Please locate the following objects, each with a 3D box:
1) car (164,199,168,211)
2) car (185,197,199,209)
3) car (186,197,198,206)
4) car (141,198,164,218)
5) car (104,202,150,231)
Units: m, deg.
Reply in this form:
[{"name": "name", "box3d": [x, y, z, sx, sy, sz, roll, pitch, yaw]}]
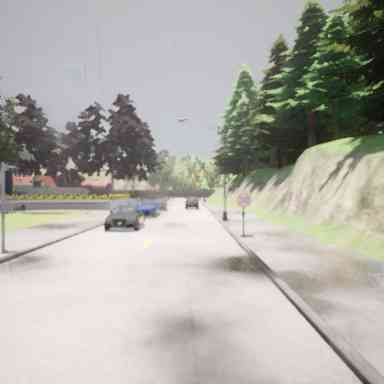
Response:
[{"name": "car", "box3d": [-3.993, 1.524, 40.869, 2.128, 1.511, 4.902, 0, 0, 0]}, {"name": "car", "box3d": [0.008, 1.528, 45.410, 2.128, 1.511, 4.902, 0, 0, 0]}, {"name": "car", "box3d": [0.010, 1.570, 55.770, 1.812, 1.442, 4.674, 0, 0, 0]}, {"name": "car", "box3d": [-4.060, 1.502, 30.777, 1.882, 1.535, 5.008, 0, 0, 1]}, {"name": "car", "box3d": [-4.092, 1.581, 20.773, 1.994, 1.385, 4.181, 0, 0, 0]}]
